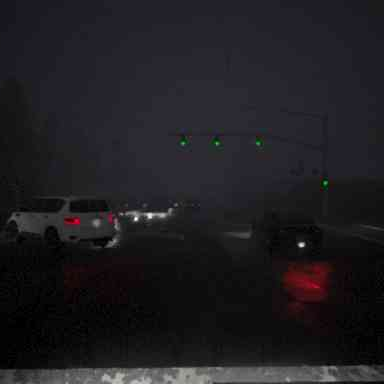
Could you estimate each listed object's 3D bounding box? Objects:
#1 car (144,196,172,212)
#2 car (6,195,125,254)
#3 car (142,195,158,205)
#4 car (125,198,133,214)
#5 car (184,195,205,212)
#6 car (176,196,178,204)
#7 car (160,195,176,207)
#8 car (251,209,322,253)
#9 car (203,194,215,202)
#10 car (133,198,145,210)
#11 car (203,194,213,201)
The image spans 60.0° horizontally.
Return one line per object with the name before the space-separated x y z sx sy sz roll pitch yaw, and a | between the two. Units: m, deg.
car | -3.583 1.423 35.686 1.994 1.385 4.181 0 0 0
car | -5.427 1.146 13.504 5.566 2.045 2.150 0 -1 40
car | -7.049 1.327 56.116 2.033 1.411 5.357 0 0 1
car | -7.129 1.373 29.976 2.128 1.511 4.902 0 0 1
car | 0.096 1.401 37.097 2.033 1.411 5.357 0 0 0
car | -3.524 1.244 59.357 1.882 1.535 5.008 0 0 0
car | -3.582 1.178 44.281 2.097 1.767 4.553 0 0 0
car | 3.598 1.445 13.331 1.837 1.490 4.892 0 1 0
car | 3.492 1.272 64.563 1.812 1.442 4.674 0 0 0
car | -7.095 1.443 40.115 1.895 1.301 4.718 0 0 0
car | 3.491 1.118 73.815 2.128 1.511 4.902 0 0 0
